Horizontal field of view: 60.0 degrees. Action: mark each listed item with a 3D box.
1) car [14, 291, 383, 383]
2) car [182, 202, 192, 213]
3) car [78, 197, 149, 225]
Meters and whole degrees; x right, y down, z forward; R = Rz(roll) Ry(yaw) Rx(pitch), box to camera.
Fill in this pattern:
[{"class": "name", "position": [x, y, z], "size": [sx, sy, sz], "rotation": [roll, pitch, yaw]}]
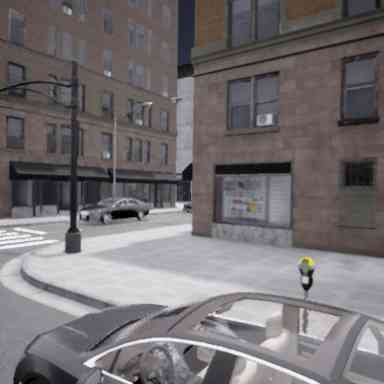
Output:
[{"class": "car", "position": [0.332, 1.529, 2.577], "size": [4.403, 1.369, 2.008], "rotation": [1, 1, 35]}, {"class": "car", "position": [1.379, 1.100, 29.309], "size": [2.033, 1.411, 5.357], "rotation": [1, 1, 36]}, {"class": "car", "position": [-4.732, 1.101, 20.721], "size": [2.128, 1.511, 4.902], "rotation": [1, 1, 34]}]
